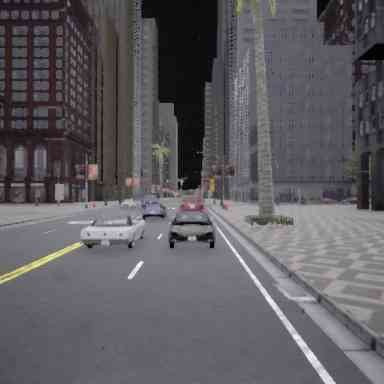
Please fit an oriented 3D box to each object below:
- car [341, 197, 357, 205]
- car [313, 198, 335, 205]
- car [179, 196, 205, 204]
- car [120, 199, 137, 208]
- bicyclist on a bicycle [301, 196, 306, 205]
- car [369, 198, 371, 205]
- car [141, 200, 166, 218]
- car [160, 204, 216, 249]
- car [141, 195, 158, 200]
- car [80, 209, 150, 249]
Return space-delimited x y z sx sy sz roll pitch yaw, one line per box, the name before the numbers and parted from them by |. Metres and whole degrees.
car | 32.100 1.709 66.768 4.097 1.590 1.967 0 -1 -1
car | 26.463 1.866 66.679 4.206 1.307 1.802 0 -1 -1
car | -0.001 1.326 29.687 2.150 2.045 5.566 0 0 0
car | -9.751 1.779 51.518 1.812 1.442 4.674 0 0 0
bicyclist on a bicycle | 18.393 1.424 55.069 0.582 1.620 1.656 0 -1 -1
car | 32.228 1.698 58.243 4.313 1.339 1.947 0 -1 -1
car | -3.251 1.640 29.655 1.994 1.385 4.181 0 0 0
car | 0.000 1.513 14.653 2.128 1.511 4.902 0 0 0
car | -6.500 1.546 51.490 2.150 2.045 5.566 0 0 0
car | -3.251 1.634 14.683 1.895 1.301 4.718 0 0 0
